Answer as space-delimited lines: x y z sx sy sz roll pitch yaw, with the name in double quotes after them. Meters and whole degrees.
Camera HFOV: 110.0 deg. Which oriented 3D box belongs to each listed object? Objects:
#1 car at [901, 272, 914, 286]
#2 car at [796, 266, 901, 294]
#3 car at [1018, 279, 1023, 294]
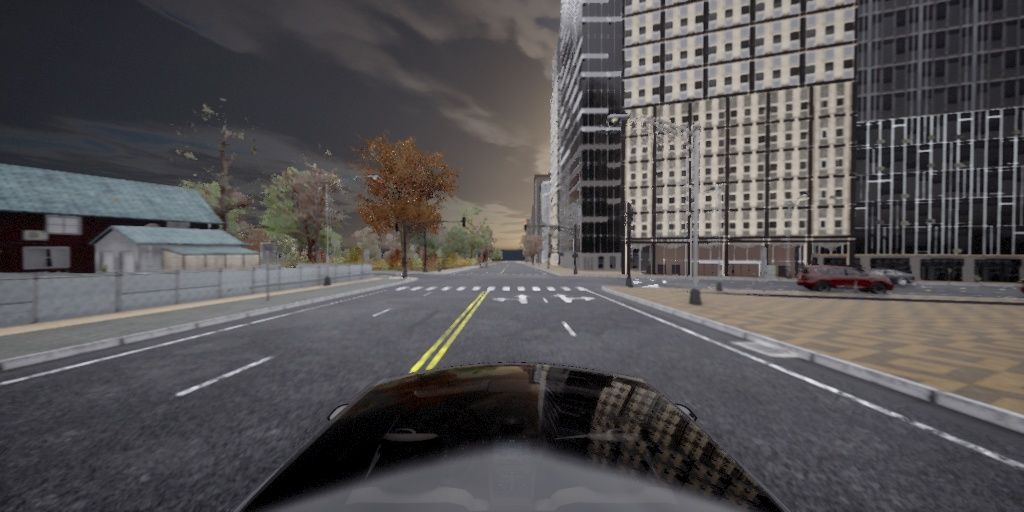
31.043 1.773 30.523 4.403 1.370 2.007 0 0 20 "car"
23.010 1.641 25.072 5.009 1.841 2.192 0 0 20 "car"
33.657 1.923 21.175 4.507 1.381 1.888 0 0 20 "car"
